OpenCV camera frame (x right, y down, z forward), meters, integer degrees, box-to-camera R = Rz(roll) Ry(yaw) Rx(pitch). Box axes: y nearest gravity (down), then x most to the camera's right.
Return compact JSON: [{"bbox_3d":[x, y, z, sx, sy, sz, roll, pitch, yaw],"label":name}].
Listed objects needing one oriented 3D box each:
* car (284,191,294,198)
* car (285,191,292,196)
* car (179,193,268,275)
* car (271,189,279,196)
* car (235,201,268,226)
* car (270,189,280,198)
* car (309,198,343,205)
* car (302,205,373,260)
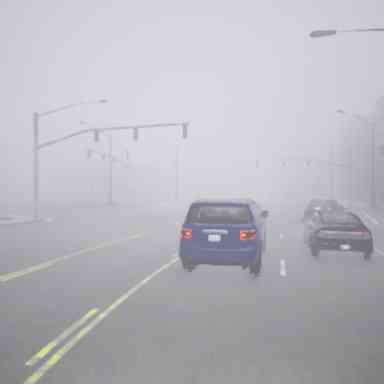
[{"bbox_3d":[23.229,0.504,79.159,2.097,1.767,4.553,0,1,15],"label":"car"},{"bbox_3d":[25.762,0.380,88.881,1.837,1.490,4.892,0,1,15],"label":"car"},{"bbox_3d":[1.201,1.196,10.719,2.150,2.045,5.566,0,0,14],"label":"car"},{"bbox_3d":[22.382,0.103,89.789,2.150,2.045,5.566,0,1,15],"label":"car"},{"bbox_3d":[4.174,1.474,24.207,2.033,1.411,5.357,0,0,7],"label":"car"},{"bbox_3d":[19.852,0.699,80.080,1.994,1.385,4.181,0,1,15],"label":"car"},{"bbox_3d":[10.320,1.272,25.549,2.097,1.767,4.553,1,0,37],"label":"car"},{"bbox_3d":[5.263,1.457,12.441,2.128,1.511,4.902,0,0,14],"label":"car"}]
